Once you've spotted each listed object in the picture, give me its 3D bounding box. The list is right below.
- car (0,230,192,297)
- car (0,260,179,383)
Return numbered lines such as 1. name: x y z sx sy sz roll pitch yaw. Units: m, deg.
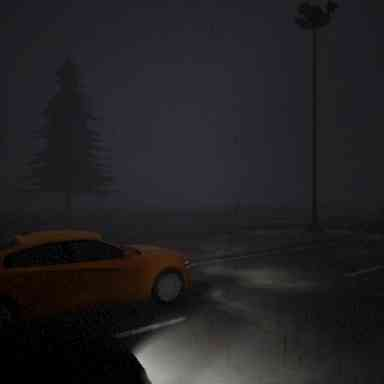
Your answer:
1. car: -2.293 1.482 6.411 5.008 1.535 1.882 0 0 -36
2. car: -2.277 1.562 2.123 4.181 1.385 1.994 0 0 -36
